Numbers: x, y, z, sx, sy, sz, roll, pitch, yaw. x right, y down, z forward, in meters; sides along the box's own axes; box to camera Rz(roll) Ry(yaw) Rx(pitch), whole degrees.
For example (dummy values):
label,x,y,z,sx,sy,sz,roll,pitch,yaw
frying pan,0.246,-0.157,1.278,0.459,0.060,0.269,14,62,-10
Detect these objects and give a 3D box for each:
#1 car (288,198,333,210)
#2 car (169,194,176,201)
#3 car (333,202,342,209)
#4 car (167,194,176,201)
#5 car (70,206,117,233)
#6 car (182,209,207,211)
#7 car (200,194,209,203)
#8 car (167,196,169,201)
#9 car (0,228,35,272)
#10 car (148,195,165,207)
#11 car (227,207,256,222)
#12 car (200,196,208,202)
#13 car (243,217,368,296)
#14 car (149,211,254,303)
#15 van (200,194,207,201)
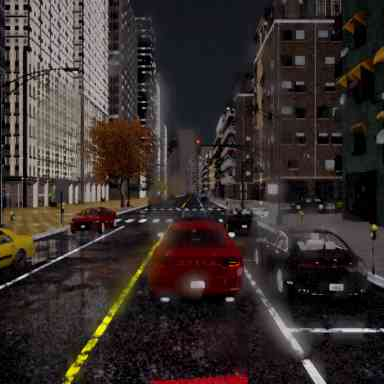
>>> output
label,x,y,z,sx,sy,sz,roll,pitch,yaw
car,13.508,1.358,38.852,4.403,1.369,2.008,-1,1,0
car,-5.512,1.647,85.012,1.947,1.339,4.313,0,0,0
car,18.905,1.258,38.895,4.829,1.417,1.752,-1,1,0
car,-5.501,1.407,90.535,2.192,1.841,5.009,0,0,0
car,-5.650,1.549,19.487,1.887,1.381,4.507,0,0,0
car,0.126,1.604,18.401,1.895,1.301,4.718,0,0,0
car,2.846,1.627,73.948,1.947,1.339,4.313,0,0,0
car,-5.570,1.605,57.398,1.947,1.339,4.313,0,0,0
car,-5.673,1.526,8.251,1.752,1.417,4.829,0,0,0
car,-5.582,1.347,51.875,2.192,1.841,5.009,0,0,0
car,2.730,1.555,19.469,2.008,1.369,4.403,0,0,0
car,2.858,1.596,79.641,1.752,1.417,4.829,0,0,0
car,2.707,1.551,8.403,2.008,1.369,4.403,0,0,0
car,0.109,1.478,8.310,1.882,1.535,5.008,0,0,0
van,2.869,1.422,84.995,1.690,1.788,3.998,0,0,0
